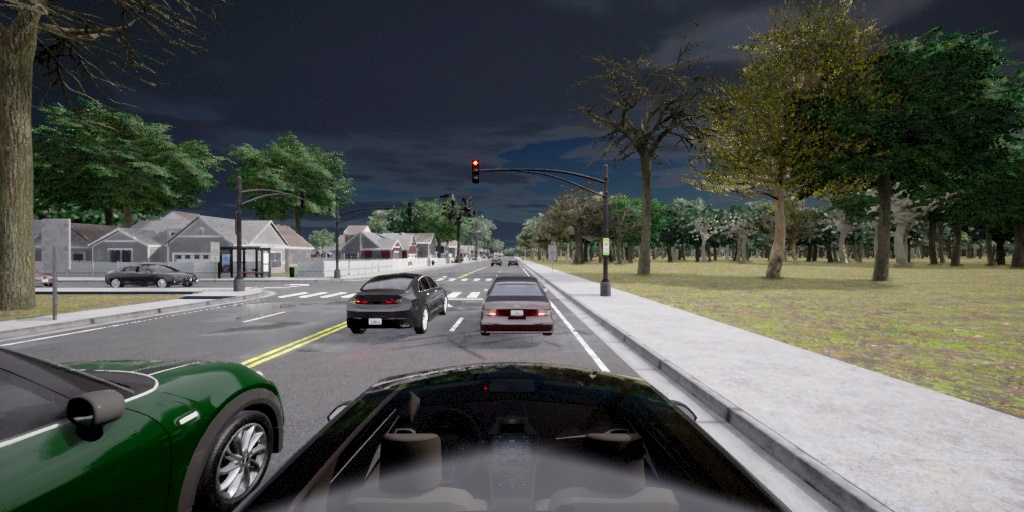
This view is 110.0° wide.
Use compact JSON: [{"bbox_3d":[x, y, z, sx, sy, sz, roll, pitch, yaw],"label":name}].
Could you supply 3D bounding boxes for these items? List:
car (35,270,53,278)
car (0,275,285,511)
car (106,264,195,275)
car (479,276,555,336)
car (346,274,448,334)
[{"bbox_3d":[-32.197,1.322,22.956,4.674,1.442,1.812,0,0,0],"label":"car"},{"bbox_3d":[-3.148,1.102,1.446,2.097,1.767,4.553,0,0,0],"label":"car"},{"bbox_3d":[-22.909,1.285,22.879,4.892,1.490,1.837,0,0,0],"label":"car"},{"bbox_3d":[0.114,1.297,10.392,2.033,1.411,5.357,0,0,0],"label":"car"},{"bbox_3d":[-3.143,1.254,10.643,1.837,1.490,4.892,0,0,0],"label":"car"}]
